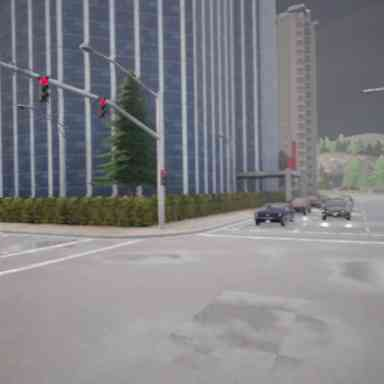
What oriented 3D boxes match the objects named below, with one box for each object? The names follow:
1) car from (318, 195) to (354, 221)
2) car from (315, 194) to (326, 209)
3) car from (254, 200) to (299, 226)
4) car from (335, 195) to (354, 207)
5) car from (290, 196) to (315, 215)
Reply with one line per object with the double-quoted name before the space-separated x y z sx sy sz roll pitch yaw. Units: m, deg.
"car" 10.901 1.255 25.023 1.837 1.490 4.892 -1 0 26
"car" 14.452 1.218 40.076 2.033 1.411 5.357 -1 0 26
"car" 5.565 1.451 22.148 1.895 1.301 4.718 -1 0 26
"car" 19.734 1.119 42.835 2.033 1.411 5.357 -1 0 26
"car" 9.742 1.243 30.570 1.882 1.535 5.008 -1 0 26
